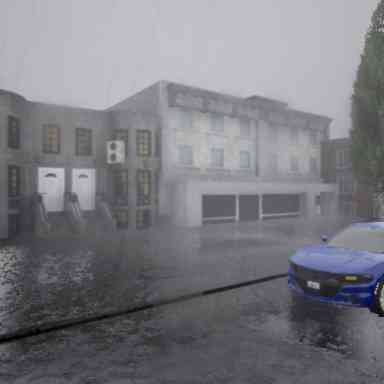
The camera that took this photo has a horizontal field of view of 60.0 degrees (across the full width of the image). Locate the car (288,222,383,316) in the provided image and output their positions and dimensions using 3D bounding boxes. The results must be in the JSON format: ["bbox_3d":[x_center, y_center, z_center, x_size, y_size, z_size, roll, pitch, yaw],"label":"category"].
[{"bbox_3d":[4.299,1.460,7.666,5.008,1.535,1.882,0,0,-35],"label":"car"}]
